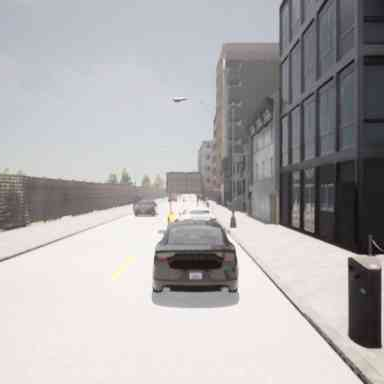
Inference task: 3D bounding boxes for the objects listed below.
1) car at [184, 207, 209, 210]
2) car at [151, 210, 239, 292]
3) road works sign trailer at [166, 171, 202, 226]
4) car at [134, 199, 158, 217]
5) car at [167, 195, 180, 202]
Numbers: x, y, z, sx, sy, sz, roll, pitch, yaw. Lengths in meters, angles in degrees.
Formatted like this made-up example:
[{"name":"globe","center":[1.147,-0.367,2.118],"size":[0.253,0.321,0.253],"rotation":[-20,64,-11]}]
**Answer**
[{"name":"car","center":[0.243,1.529,18.250],"size":[1.812,1.442,4.674],"rotation":[-1,-1,-6]},{"name":"car","center":[0.069,1.471,8.912],"size":[1.882,1.535,5.008],"rotation":[0,0,0]},{"name":"road works sign trailer","center":[-0.554,0.449,21.770],"size":[2.380,3.560,2.880],"rotation":[0,0,-15]},{"name":"car","center":[-4.204,1.483,30.959],"size":[1.837,1.490,4.892],"rotation":[0,0,0]},{"name":"car","center":[-4.242,1.498,72.021],"size":[1.994,1.385,4.181],"rotation":[0,0,0]}]
